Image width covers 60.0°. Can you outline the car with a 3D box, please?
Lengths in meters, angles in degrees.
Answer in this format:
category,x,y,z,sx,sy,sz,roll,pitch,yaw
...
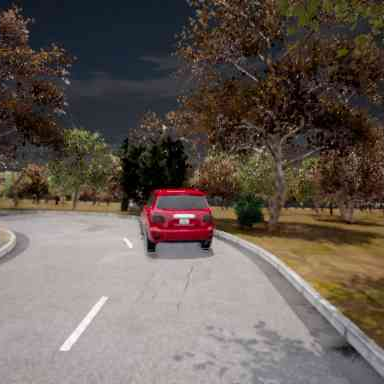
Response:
category,x,y,z,sx,sy,sz,roll,pitch,yaw
car,-0.767,0.908,12.748,2.150,2.045,5.566,0,2,-11
